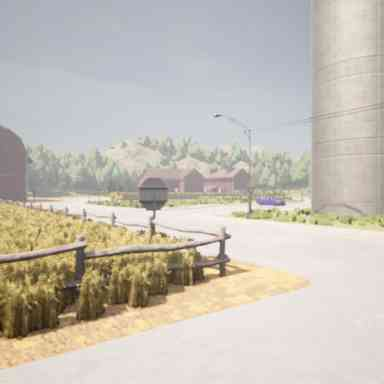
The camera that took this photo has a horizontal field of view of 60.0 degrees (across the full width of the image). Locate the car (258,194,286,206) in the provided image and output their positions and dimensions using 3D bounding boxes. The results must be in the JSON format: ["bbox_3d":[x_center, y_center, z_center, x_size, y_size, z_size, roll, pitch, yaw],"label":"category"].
[{"bbox_3d":[13.045,1.487,54.303,2.242,1.667,4.611,0,0,-36],"label":"car"}]

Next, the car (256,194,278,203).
[{"bbox_3d":[16.536,1.320,73.275,1.932,1.855,4.605,0,0,-36],"label":"car"}]
